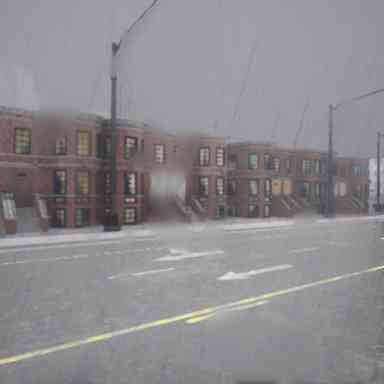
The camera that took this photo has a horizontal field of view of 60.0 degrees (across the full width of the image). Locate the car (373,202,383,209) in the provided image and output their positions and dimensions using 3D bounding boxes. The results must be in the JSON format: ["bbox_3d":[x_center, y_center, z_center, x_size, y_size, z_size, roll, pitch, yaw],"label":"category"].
[{"bbox_3d":[31.140,2.211,52.550,1.895,1.301,4.718,1,0,-15],"label":"car"}]
